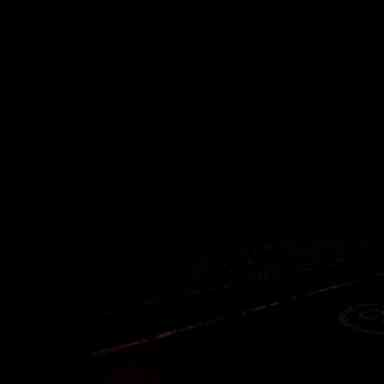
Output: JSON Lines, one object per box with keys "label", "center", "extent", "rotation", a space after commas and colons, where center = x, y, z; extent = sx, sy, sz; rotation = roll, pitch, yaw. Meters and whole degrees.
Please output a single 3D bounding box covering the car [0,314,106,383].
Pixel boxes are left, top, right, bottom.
{"label": "car", "center": [-2.798, 1.523, 1.689], "extent": [4.674, 1.442, 1.812], "rotation": [0, 0, -35]}
